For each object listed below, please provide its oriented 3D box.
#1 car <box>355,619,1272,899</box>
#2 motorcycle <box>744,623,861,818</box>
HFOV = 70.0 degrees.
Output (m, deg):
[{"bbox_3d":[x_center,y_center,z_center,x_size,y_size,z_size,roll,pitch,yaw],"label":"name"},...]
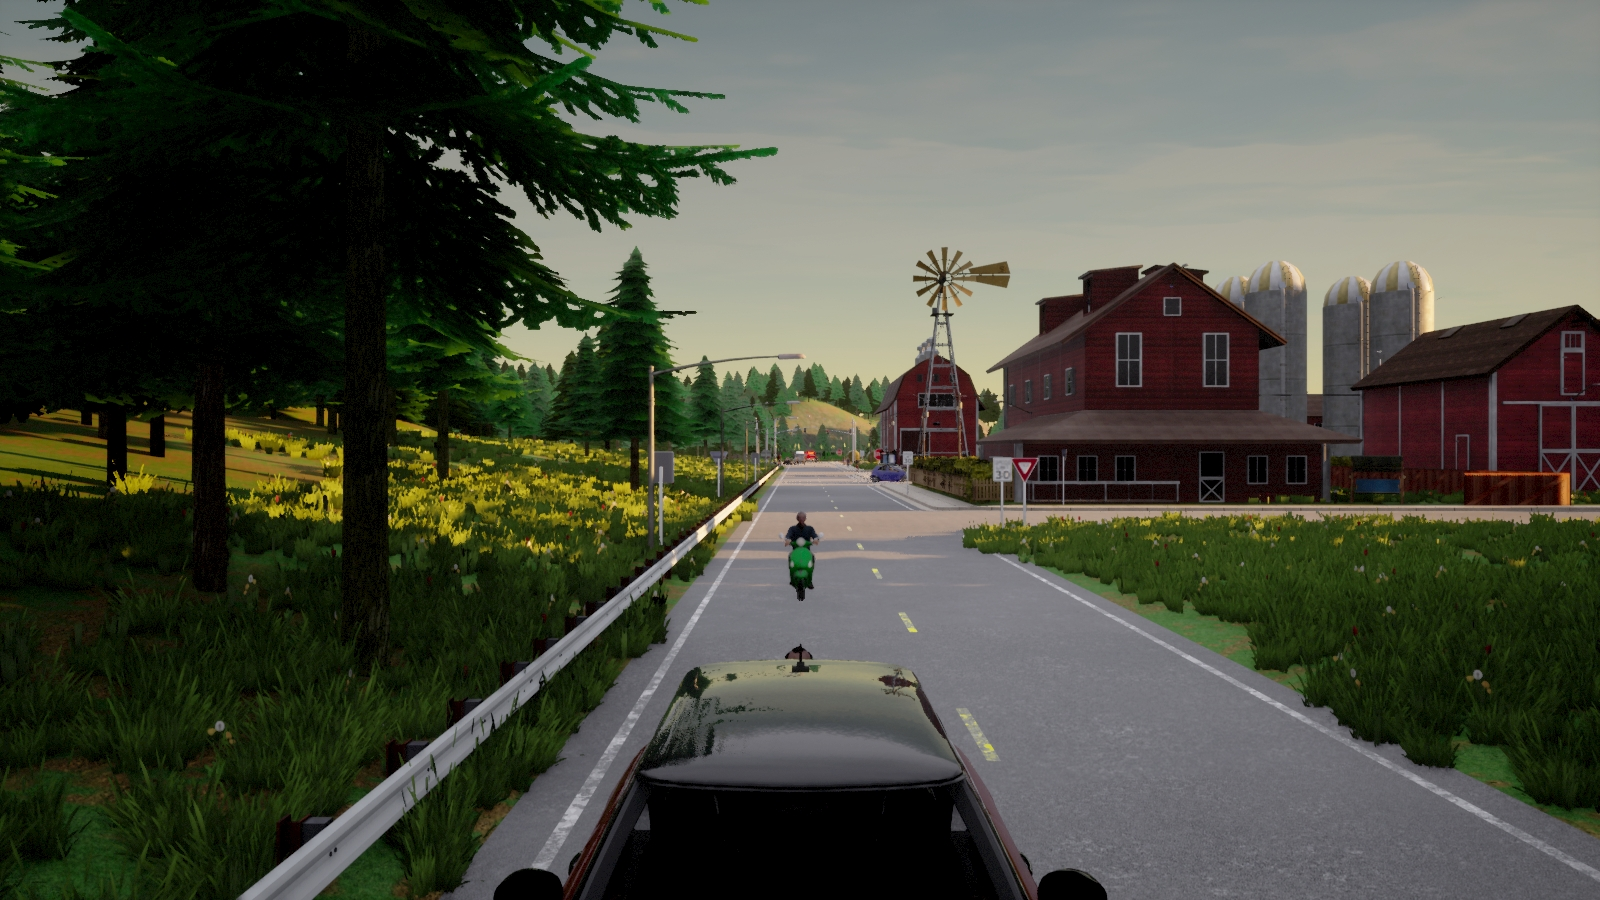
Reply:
[{"bbox_3d":[0.032,1.899,4.503,2.097,1.767,4.553,0,0,0],"label":"car"},{"bbox_3d":[0.013,2.231,9.841,0.867,1.251,2.209,-1,-3,0],"label":"motorcycle"}]
